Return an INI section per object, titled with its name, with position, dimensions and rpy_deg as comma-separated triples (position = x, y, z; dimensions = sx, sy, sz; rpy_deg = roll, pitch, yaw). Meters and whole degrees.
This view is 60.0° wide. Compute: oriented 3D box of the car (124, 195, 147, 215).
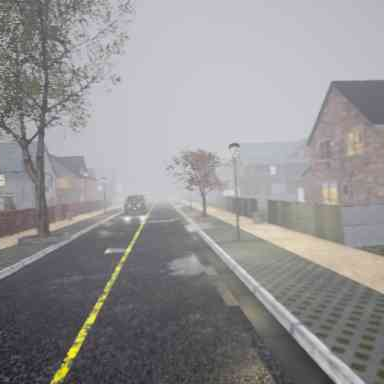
[car]
position = -6.159, 1.343, 36.646
dimensions = 2.150, 2.045, 5.566
rpy_deg = -3, 0, -5
